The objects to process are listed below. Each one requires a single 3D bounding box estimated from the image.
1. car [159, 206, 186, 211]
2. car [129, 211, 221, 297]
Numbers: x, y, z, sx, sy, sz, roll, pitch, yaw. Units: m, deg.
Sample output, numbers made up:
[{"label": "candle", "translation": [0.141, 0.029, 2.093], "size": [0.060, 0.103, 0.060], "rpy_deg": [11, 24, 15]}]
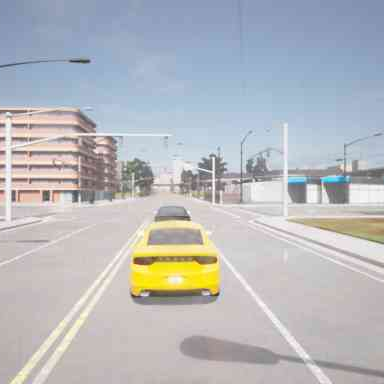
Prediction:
[{"label": "car", "translation": [-1.076, 1.478, 18.190], "size": [1.882, 1.535, 5.008], "rpy_deg": [0, 0, -4]}, {"label": "car", "translation": [-0.441, 1.478, 8.630], "size": [1.882, 1.535, 5.008], "rpy_deg": [0, 0, -3]}]
